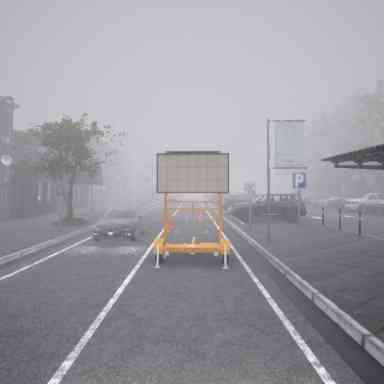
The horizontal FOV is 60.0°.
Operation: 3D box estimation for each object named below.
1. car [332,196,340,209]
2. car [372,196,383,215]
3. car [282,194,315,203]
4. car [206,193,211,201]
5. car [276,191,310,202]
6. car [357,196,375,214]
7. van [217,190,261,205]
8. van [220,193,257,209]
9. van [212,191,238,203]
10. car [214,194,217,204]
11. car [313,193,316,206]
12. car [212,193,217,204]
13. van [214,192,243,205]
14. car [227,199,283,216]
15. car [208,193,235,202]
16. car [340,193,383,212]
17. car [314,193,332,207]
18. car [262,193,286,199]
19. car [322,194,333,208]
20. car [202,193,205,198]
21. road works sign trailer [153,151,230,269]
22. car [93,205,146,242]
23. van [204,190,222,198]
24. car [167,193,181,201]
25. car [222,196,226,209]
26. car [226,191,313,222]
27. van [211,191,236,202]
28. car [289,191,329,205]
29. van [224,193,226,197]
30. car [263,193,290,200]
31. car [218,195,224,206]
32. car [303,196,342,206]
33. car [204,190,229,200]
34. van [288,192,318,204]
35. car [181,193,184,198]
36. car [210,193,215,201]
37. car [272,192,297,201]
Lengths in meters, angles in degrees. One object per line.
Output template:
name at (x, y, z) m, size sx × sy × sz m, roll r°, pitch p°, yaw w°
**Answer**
car at (18.755, 1.335, 36.904) m, size 4.892 × 1.521 × 2.231 m, roll 0°, pitch 0°, yaw 0°
car at (18.787, 1.376, 28.578) m, size 5.008 × 1.535 × 2.097 m, roll 0°, pitch 0°, yaw 0°
car at (18.894, 1.118, 59.116) m, size 5.366 × 1.575 × 1.946 m, roll 0°, pitch 1°, yaw 0°
car at (5.608, 0.912, 55.742) m, size 5.566 × 2.045 × 2.435 m, roll 0°, pitch 1°, yaw 0°
car at (18.730, 0.835, 61.889) m, size 5.566 × 2.045 × 2.435 m, roll 0°, pitch 1°, yaw 0°
car at (18.780, 1.362, 31.354) m, size 5.008 × 1.535 × 2.097 m, roll 0°, pitch 0°, yaw 0°
van at (5.560, 1.096, 38.920) m, size 4.442 × 1.987 × 1.878 m, roll 0°, pitch 0°, yaw 0°
van at (5.787, 1.077, 41.722) m, size 4.442 × 1.987 × 1.878 m, roll 0°, pitch 0°, yaw 0°
van at (5.746, 0.902, 58.547) m, size 4.442 × 1.987 × 1.878 m, roll 0°, pitch 1°, yaw 0°
car at (5.692, 1.313, 44.527) m, size 4.792 × 1.488 × 2.163 m, roll 0°, pitch 0°, yaw 0°
car at (18.712, 1.310, 45.231) m, size 4.792 × 1.488 × 2.163 m, roll 0°, pitch 1°, yaw 0°
car at (5.654, 1.298, 47.334) m, size 4.674 × 1.452 × 2.002 m, roll 0°, pitch 1°, yaw 0°
van at (5.760, 0.973, 52.942) m, size 4.442 × 1.987 × 1.878 m, roll 0°, pitch 1°, yaw 0°
car at (5.700, 1.405, 30.508) m, size 4.674 × 1.452 × 2.002 m, roll 0°, pitch 0°, yaw 0°
car at (5.610, 1.056, 64.155) m, size 4.892 × 1.521 × 2.231 m, roll 0°, pitch 1°, yaw 0°
car at (18.739, 1.097, 34.129) m, size 5.566 × 2.045 × 2.435 m, roll 0°, pitch 0°, yaw 0°
car at (18.932, 1.296, 42.460) m, size 5.366 × 1.575 × 1.946 m, roll 0°, pitch 0°, yaw 0°
car at (18.674, 0.908, 75.770) m, size 4.892 × 1.521 × 2.231 m, roll 0°, pitch 1°, yaw 0°
car at (18.749, 1.318, 39.682) m, size 5.008 × 1.535 × 2.097 m, roll 0°, pitch 0°, yaw 0°
car at (5.567, 0.696, 72.561) m, size 5.566 × 2.045 × 2.435 m, roll 0°, pitch 1°, yaw 0°
road works sign trailer at (0.036, 0.441, 11.128) m, size 2.380 × 3.560 × 2.880 m, roll 0°, pitch 0°, yaw 2°
car at (-3.366, 1.457, 16.190) m, size 1.837 × 1.490 × 4.892 m, roll 0°, pitch 0°, yaw 0°
van at (5.445, 0.541, 86.576) m, size 4.442 × 1.987 × 1.878 m, roll 0°, pitch 1°, yaw 0°
car at (-3.395, 1.188, 57.771) m, size 2.033 × 1.411 × 5.357 m, roll 0°, pitch 1°, yaw 0°
car at (5.518, 1.376, 27.704) m, size 5.366 × 1.575 × 1.946 m, roll 0°, pitch 0°, yaw 0°
car at (5.682, 1.142, 24.900) m, size 5.566 × 2.045 × 2.435 m, roll 0°, pitch 0°, yaw 0°
van at (5.739, 0.866, 61.350) m, size 4.442 × 1.987 × 1.878 m, roll 0°, pitch 1°, yaw 0°
car at (18.750, 0.941, 53.563) m, size 5.566 × 2.045 × 2.435 m, roll 0°, pitch 1°, yaw 0°
van at (5.807, 1.125, 33.310) m, size 4.442 × 1.987 × 1.878 m, roll 0°, pitch 0°, yaw 0°
car at (18.489, 0.940, 72.993) m, size 5.366 × 1.575 × 1.946 m, roll 0°, pitch 1°, yaw 0°
car at (5.678, 1.337, 36.114) m, size 5.008 × 1.535 × 2.097 m, roll 0°, pitch 0°, yaw 0°
car at (18.763, 1.282, 48.014) m, size 4.792 × 1.488 × 2.163 m, roll 0°, pitch 1°, yaw 0°
car at (5.561, 0.660, 75.364) m, size 5.566 × 2.045 × 2.435 m, roll 0°, pitch 1°, yaw 0°
van at (18.831, 0.931, 56.339) m, size 4.442 × 1.987 × 1.878 m, roll 0°, pitch 1°, yaw 0°
car at (-3.342, 0.608, 89.405) m, size 2.097 × 1.767 × 4.553 m, roll 0°, pitch 1°, yaw 0°
car at (5.656, 1.230, 50.137) m, size 4.892 × 1.521 × 2.231 m, roll 0°, pitch 1°, yaw 0°
car at (18.719, 0.889, 67.443) m, size 4.553 × 1.767 × 2.185 m, roll 0°, pitch 1°, yaw 0°
